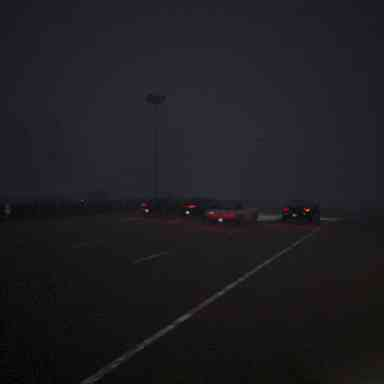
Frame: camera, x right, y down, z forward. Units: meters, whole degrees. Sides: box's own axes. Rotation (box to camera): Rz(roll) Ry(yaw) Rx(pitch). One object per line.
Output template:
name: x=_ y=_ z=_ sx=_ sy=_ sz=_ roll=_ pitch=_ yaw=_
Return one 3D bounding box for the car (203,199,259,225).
car: x=2.775 y=1.316 z=21.338 sx=1.895 sy=1.301 sz=4.718 roll=1 pitch=1 yaw=29

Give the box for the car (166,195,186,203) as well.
car: x=-3.244 y=1.475 z=68.002 sx=1.837 sy=1.490 sz=4.892 roll=1 pitch=-1 yaw=29

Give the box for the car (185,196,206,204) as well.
car: x=0.809 y=1.579 z=68.077 sx=2.128 sy=1.511 sz=4.902 roll=1 pitch=-1 yaw=30

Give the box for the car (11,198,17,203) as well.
car: x=-19.136 y=0.862 z=39.893 sx=1.837 sy=1.490 sz=4.892 roll=1 pitch=2 yaw=29

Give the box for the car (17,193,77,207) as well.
car: x=-14.575 y=0.924 z=33.724 sx=1.882 sy=1.535 sz=5.008 roll=1 pitch=1 yaw=29

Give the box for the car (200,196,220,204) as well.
car: x=3.681 y=1.574 z=66.033 sx=1.882 sy=1.535 sz=5.008 roll=1 pitch=-1 yaw=29

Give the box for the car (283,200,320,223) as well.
car: x=7.464 y=1.262 z=22.536 sx=1.812 sy=1.442 sz=4.674 roll=1 pitch=0 yaw=29

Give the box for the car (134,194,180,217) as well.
car: x=-2.164 y=1.126 z=26.835 sx=1.837 sy=1.490 sz=4.892 roll=1 pitch=1 yaw=29

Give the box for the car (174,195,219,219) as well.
car: x=0.892 y=1.165 z=25.130 sx=1.837 sy=1.490 sz=4.892 roll=1 pitch=1 yaw=29

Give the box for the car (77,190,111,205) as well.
car: x=-13.042 y=0.700 z=43.544 sx=2.150 sy=2.045 sz=5.566 roll=1 pitch=-1 yaw=30
